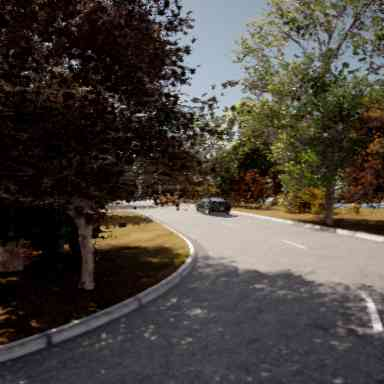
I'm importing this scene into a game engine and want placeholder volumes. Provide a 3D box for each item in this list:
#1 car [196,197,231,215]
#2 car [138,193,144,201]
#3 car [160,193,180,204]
[{"bbox_3d":[1.766,1.132,28.761,1.882,1.535,5.008,1,0,-16],"label":"car"},{"bbox_3d":[-13.277,1.201,81.840,2.150,2.045,5.566,1,-1,-17],"label":"car"},{"bbox_3d":[-3.107,0.916,46.096,2.097,1.767,4.553,1,0,-16],"label":"car"}]
